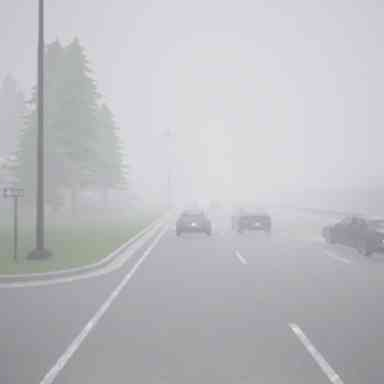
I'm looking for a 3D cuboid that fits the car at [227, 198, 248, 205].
[{"bbox_3d":[6.980,2.001,51.754,1.812,1.442,4.674,0,-1,0],"label":"car"}]

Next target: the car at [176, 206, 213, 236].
[{"bbox_3d":[0.093,1.747,19.915,1.994,1.385,4.181,0,-1,0],"label":"car"}]

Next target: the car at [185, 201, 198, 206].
[{"bbox_3d":[-0.019,2.061,50.159,1.895,1.301,4.718,0,-1,0],"label":"car"}]

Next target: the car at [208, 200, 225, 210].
[{"bbox_3d":[3.481,1.970,50.555,1.837,1.490,4.892,0,0,0],"label":"car"}]

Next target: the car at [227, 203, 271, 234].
[{"bbox_3d":[3.592,1.670,20.876,1.882,1.535,5.008,0,-1,0],"label":"car"}]

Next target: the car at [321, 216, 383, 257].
[{"bbox_3d":[7.095,1.672,13.470,2.033,1.411,5.357,0,-1,0],"label":"car"}]

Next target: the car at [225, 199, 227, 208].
[{"bbox_3d":[6.977,1.911,60.899,2.097,1.767,4.553,0,-1,0],"label":"car"}]

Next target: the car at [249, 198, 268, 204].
[{"bbox_3d":[10.481,2.012,50.505,2.033,1.411,5.357,0,-1,0],"label":"car"}]
